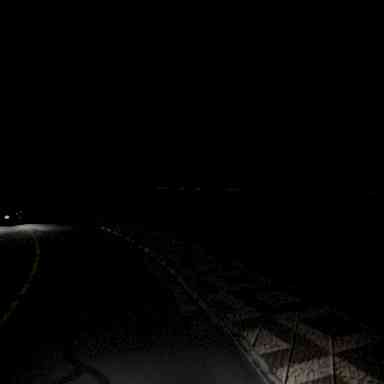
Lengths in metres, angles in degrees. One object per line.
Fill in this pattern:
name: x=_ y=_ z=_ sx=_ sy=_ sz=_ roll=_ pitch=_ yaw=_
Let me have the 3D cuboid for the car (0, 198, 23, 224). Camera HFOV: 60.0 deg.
car: x=-12.121 y=1.145 z=20.798 sx=1.837 sy=1.490 sz=4.892 roll=1 pitch=1 yaw=-42
